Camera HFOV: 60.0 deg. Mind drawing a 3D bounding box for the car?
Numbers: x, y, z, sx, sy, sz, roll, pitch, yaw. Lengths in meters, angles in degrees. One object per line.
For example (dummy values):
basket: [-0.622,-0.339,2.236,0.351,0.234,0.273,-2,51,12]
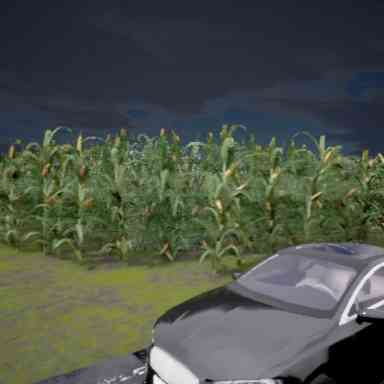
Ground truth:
car: [1.761,1.494,4.312,4.902,1.511,2.128,0,0,-35]
